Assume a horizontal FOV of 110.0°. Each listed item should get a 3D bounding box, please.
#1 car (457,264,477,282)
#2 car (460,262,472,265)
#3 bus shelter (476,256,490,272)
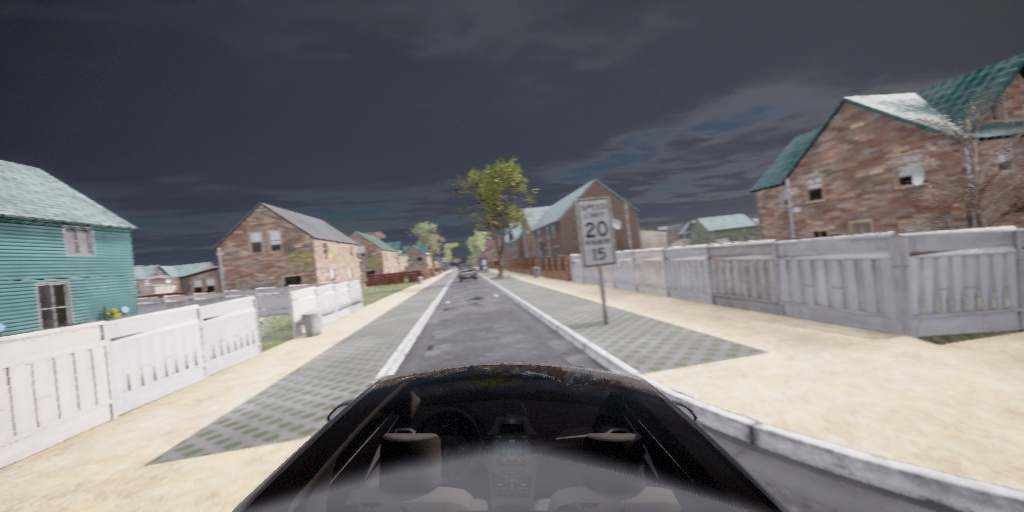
[{"bbox_3d":[-4.830,1.959,39.263,2.128,1.511,4.902,-7,0,-7],"label":"car"},{"bbox_3d":[-6.295,1.918,49.594,2.150,2.045,5.566,-7,0,-8],"label":"car"},{"bbox_3d":[-4.609,1.451,60.368,1.920,2.740,3.880,0,0,-8],"label":"bus shelter"}]
